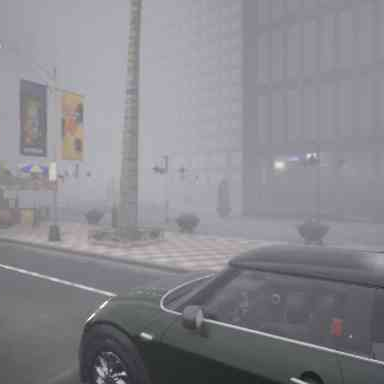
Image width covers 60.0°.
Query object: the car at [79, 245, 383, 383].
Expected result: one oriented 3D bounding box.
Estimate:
[{"bbox_3d":[0.928,1.351,3.328,4.553,1.767,2.097,0,0,35],"label":"car"}]
